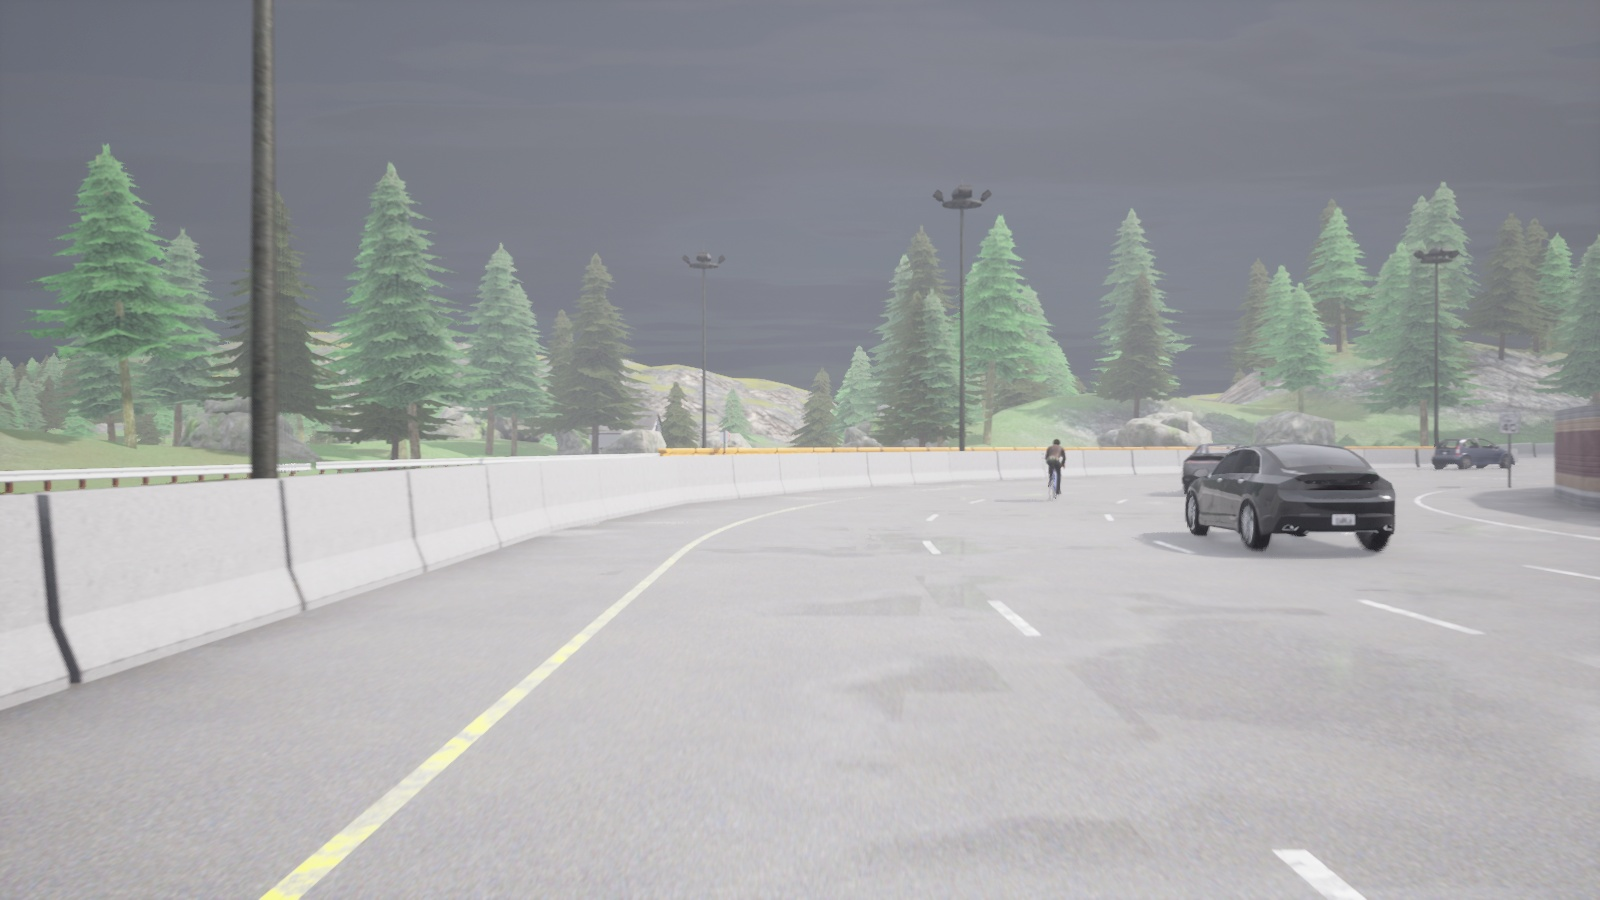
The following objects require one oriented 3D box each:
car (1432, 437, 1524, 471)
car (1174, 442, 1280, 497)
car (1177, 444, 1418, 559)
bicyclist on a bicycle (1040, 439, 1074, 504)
[{"bbox_3d":[33.935,0.177,62.880,3.988,1.617,1.851,-1,0,-19],"label":"car"},{"bbox_3d":[12.830,0.530,37.536,2.128,1.511,4.902,0,0,29],"label":"car"},{"bbox_3d":[7.208,0.667,18.799,1.837,1.490,4.892,0,0,2],"label":"car"},{"bbox_3d":[6.705,0.547,32.734,0.582,1.620,1.656,1,0,21],"label":"bicyclist on a bicycle"}]
